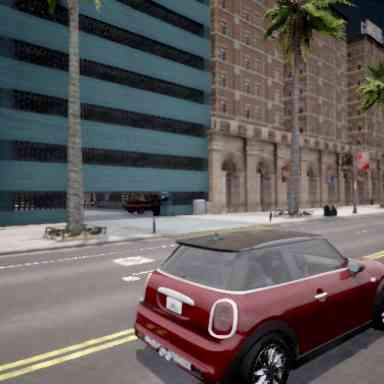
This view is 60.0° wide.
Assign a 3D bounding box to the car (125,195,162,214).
[{"bbox_3d":[-4.736,1.351,37.347,5.566,2.045,2.435,0,-1,-41],"label":"car"}]

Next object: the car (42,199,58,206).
[{"bbox_3d":[-24.783,2.019,59.797,4.786,1.482,2.161,0,-1,-41],"label":"car"}]

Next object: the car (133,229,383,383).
[{"bbox_3d":[1.447,1.390,5.343,4.553,1.767,2.097,0,-1,-38],"label":"car"}]

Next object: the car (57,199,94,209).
[{"bbox_3d":[-17.491,1.959,50.765,4.718,1.301,1.895,0,-1,-41],"label":"car"}]
